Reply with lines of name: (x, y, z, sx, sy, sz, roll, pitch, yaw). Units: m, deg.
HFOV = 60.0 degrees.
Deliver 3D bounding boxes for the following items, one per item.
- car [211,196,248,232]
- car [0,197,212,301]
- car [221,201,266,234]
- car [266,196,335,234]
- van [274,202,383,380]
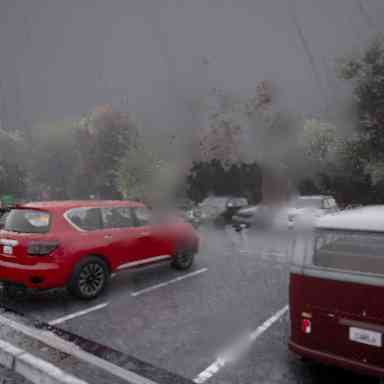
car: (1.831, 1.266, 20.914, 2.435, 2.045, 5.566, -1, 0, 35)
car: (-2.061, 1.234, 8.737, 2.435, 2.045, 5.566, 0, 0, 35)
car: (4.033, 1.497, 19.402, 2.231, 1.521, 4.892, -1, 0, 35)
car: (6.308, 1.227, 17.785, 2.435, 2.045, 5.566, -1, 0, 35)
van: (3.053, 1.246, 5.244, 1.878, 1.987, 4.442, 0, 0, 35)
